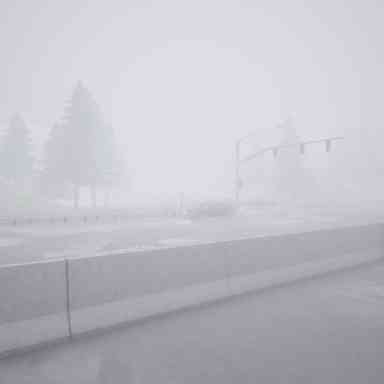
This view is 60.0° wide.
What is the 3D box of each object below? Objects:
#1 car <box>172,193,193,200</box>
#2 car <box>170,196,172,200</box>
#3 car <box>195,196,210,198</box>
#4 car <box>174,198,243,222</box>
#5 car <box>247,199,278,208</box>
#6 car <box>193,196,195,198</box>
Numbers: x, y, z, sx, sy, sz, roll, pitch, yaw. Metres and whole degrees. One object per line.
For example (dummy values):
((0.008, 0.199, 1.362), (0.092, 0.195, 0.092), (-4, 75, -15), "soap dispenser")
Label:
((-1.981, 1.547, 68.396), (2.033, 1.411, 5.357), (0, 0, -16), "car")
((-4.094, 1.595, 78.593), (1.895, 1.301, 4.718), (0, 0, -11), "car")
((2.705, 1.505, 65.161), (1.837, 1.490, 4.892), (0, 0, -18), "car")
((1.390, 1.492, 26.624), (4.902, 1.511, 2.128), (0, 0, -36), "car")
((10.304, 1.601, 48.659), (1.895, 1.301, 4.718), (0, 0, -30), "car")
((-0.206, 1.525, 76.310), (2.128, 1.511, 4.902), (0, 0, -11), "car")
